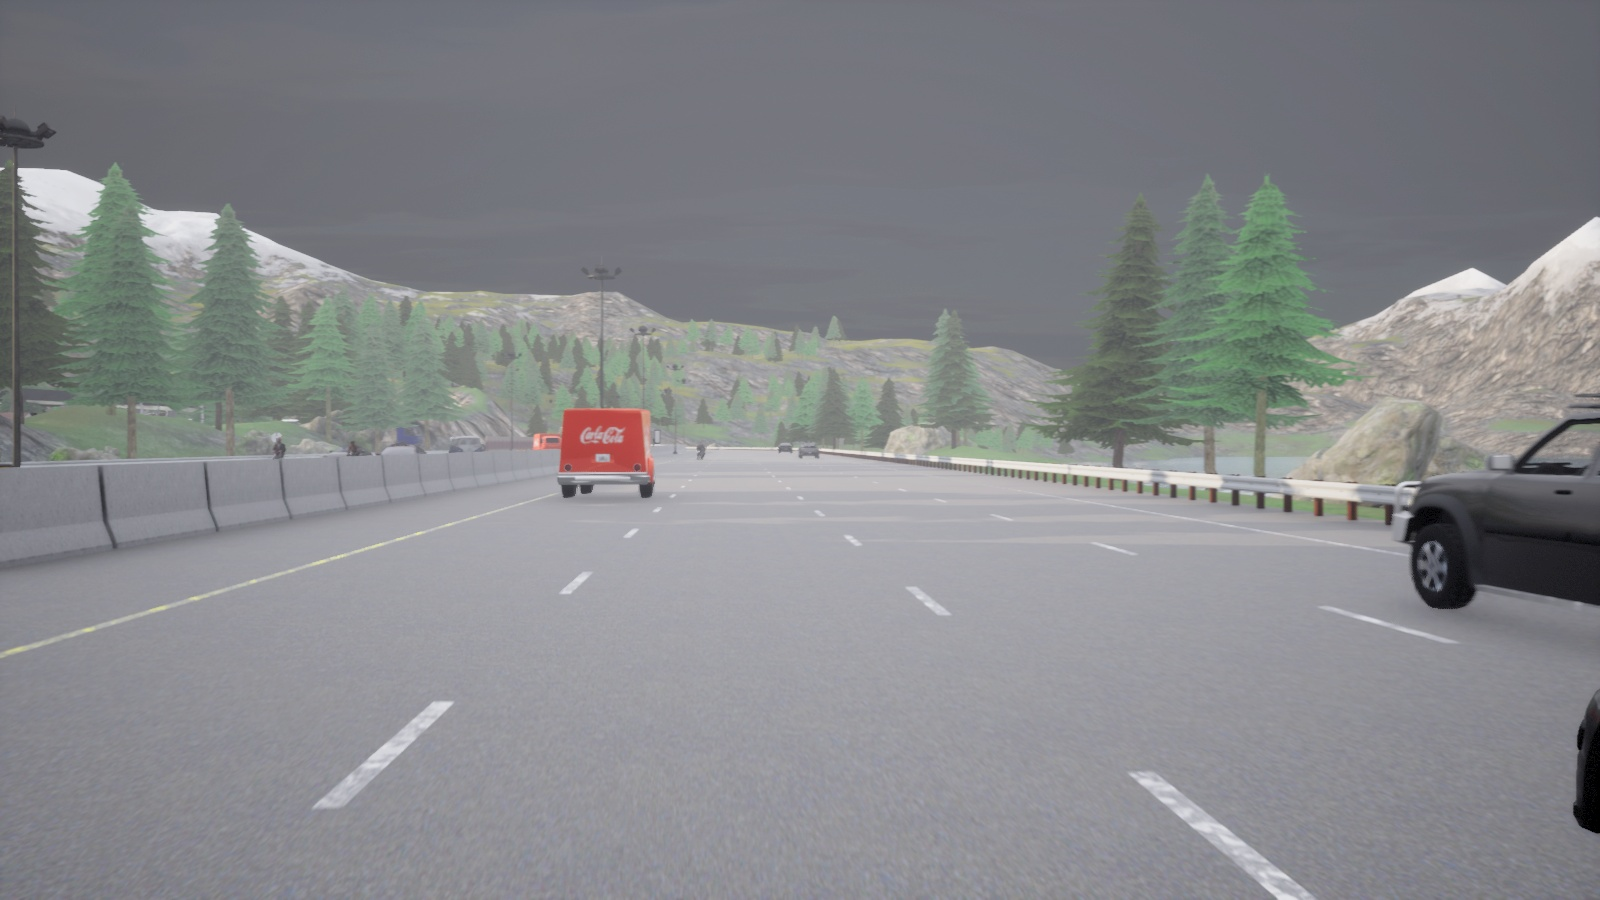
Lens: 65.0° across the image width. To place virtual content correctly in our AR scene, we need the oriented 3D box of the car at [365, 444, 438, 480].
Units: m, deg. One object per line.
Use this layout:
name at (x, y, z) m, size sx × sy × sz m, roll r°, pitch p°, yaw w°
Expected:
car at (-16.740, 0.462, 52.952) m, size 1.812 × 1.442 × 4.674 m, roll 0°, pitch 0°, yaw -3°

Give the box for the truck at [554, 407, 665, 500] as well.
truck at (-5.324, 0.057, 35.909) m, size 2.627 × 2.467 × 5.204 m, roll 0°, pitch 1°, yaw -3°

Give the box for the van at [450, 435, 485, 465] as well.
van at (-22.529, 0.002, 85.054) m, size 1.775 × 1.987 × 4.442 m, roll 0°, pitch 0°, yaw -22°

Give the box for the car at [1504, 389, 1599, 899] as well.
car at (3.432, 0.631, 2.391) m, size 1.851 × 1.617 × 3.988 m, roll 0°, pitch 0°, yaw -2°

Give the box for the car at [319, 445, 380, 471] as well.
car at (-24.550, 0.408, 68.573) m, size 1.994 × 1.385 × 4.181 m, roll 0°, pitch 0°, yaw -3°

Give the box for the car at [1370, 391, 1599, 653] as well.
car at (6.584, 0.506, 9.823) m, size 1.932 × 1.855 × 4.605 m, roll 0°, pitch 0°, yaw -3°
